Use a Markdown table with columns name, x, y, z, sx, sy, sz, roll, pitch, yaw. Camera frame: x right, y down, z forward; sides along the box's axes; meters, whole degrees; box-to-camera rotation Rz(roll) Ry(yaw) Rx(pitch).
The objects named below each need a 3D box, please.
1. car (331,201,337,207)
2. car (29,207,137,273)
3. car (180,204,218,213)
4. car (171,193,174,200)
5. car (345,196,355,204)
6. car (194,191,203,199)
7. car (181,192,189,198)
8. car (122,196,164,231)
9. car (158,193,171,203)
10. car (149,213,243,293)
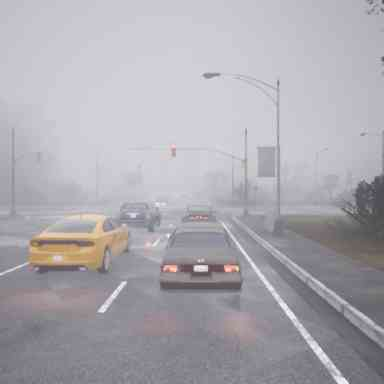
| name | x | y | z | sx | sy | sz | roll | pitch | yaw |
| --- | --- | --- | --- | --- | --- | --- | --- | --- | --- |
| car | 21.103 | 1.301 | 44.284 | 5.008 | 1.535 | 1.882 | 0 | 0 | -2 |
| car | -3.252 | 1.457 | 10.603 | 1.882 | 1.535 | 5.008 | 0 | 0 | 1 |
| car | 0.398 | 1.452 | 18.725 | 1.837 | 1.490 | 4.892 | 0 | 0 | 1 |
| car | -5.426 | 1.061 | 79.240 | 1.837 | 1.490 | 4.892 | 0 | 1 | 1 |
| car | 21.342 | 1.366 | 40.792 | 4.674 | 1.442 | 1.812 | 0 | 0 | -2 |
| car | 1.731 | 0.636 | 87.170 | 2.150 | 2.045 | 5.566 | 0 | 1 | 1 |
| car | -1.771 | 0.903 | 87.208 | 1.837 | 1.490 | 4.892 | 0 | 1 | 1 |
| car | -3.082 | 1.295 | 19.733 | 2.097 | 1.767 | 4.553 | 0 | 0 | 1 |
| car | -5.806 | 1.221 | 63.674 | 2.128 | 1.511 | 4.902 | 0 | 0 | 2 |
| car | 0.211 | 1.532 | 8.989 | 2.033 | 1.411 | 5.357 | 0 | 0 | 1 |
